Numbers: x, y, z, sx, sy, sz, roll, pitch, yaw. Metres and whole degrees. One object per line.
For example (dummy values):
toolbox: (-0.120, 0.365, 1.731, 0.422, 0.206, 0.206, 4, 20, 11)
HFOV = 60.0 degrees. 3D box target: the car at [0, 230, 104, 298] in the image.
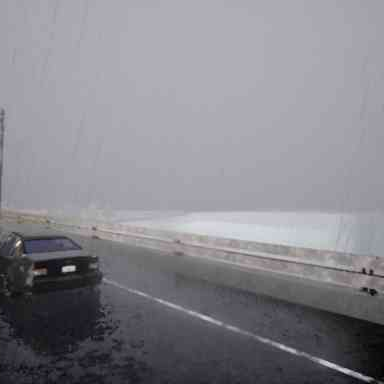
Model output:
car: (-4.411, 1.752, 9.134, 2.033, 1.411, 5.357, 3, -2, -43)
